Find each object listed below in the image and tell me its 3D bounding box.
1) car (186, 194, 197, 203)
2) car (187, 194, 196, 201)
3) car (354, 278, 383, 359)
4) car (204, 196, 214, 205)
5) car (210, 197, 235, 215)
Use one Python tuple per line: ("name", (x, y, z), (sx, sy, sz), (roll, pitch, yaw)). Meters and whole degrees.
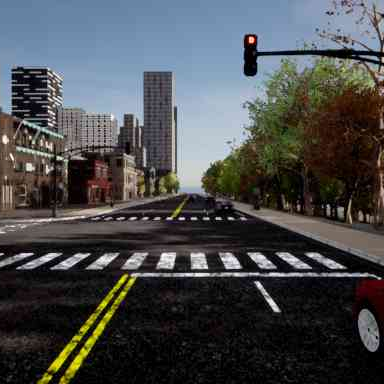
("car", (-0.143, 1.501, 66.011), (1.812, 1.442, 4.674), (0, 0, 0))
("car", (-0.164, 1.279, 76.013), (1.882, 1.535, 5.008), (0, 0, 0))
("car", (3.344, 1.477, 2.962), (1.882, 1.535, 5.008), (0, 0, 0))
("car", (3.226, 1.483, 58.410), (1.837, 1.490, 4.892), (0, 0, 0))
("car", (3.278, 1.537, 33.971), (2.033, 1.411, 5.357), (0, 0, 0))
